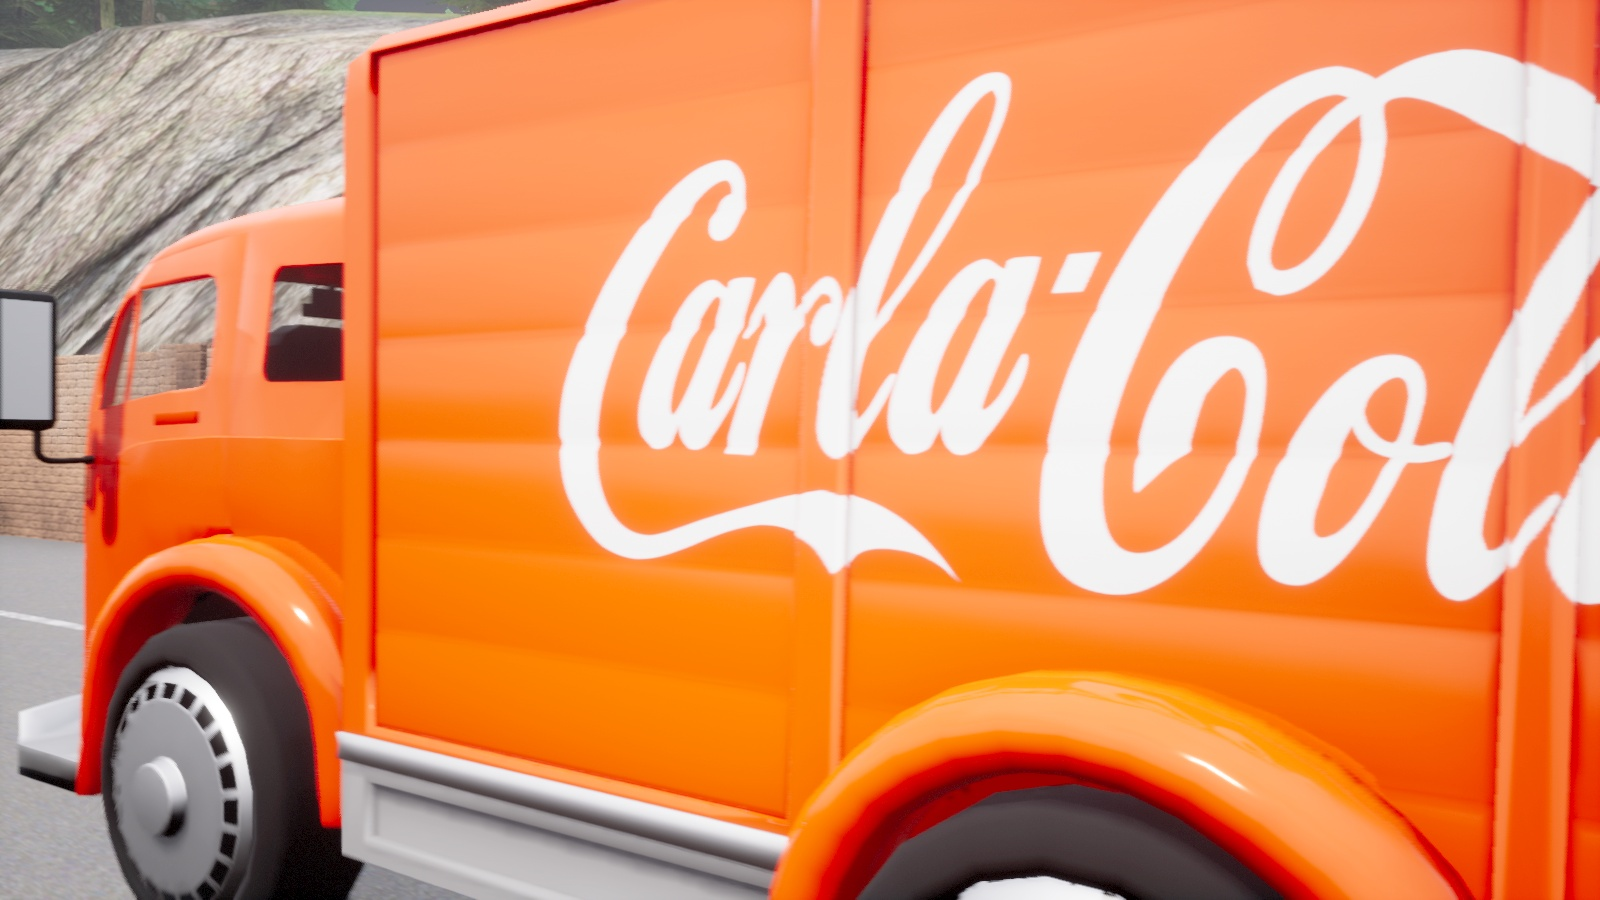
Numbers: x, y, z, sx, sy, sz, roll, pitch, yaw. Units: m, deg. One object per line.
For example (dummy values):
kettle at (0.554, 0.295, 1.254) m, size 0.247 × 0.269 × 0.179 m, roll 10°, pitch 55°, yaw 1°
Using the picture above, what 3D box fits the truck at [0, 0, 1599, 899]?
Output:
truck at (0.022, 0.196, 3.597) m, size 5.204 × 2.467 × 2.627 m, roll 0°, pitch 1°, yaw 34°
